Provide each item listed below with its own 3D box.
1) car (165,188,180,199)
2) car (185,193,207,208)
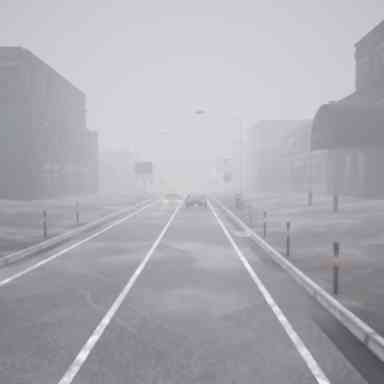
[{"bbox_3d":[-2.595,0.164,45.423,1.882,1.535,5.008,0,1,1],"label":"car"},{"bbox_3d":[0.373,0.748,30.729,1.895,1.301,4.718,0,2,1],"label":"car"}]
